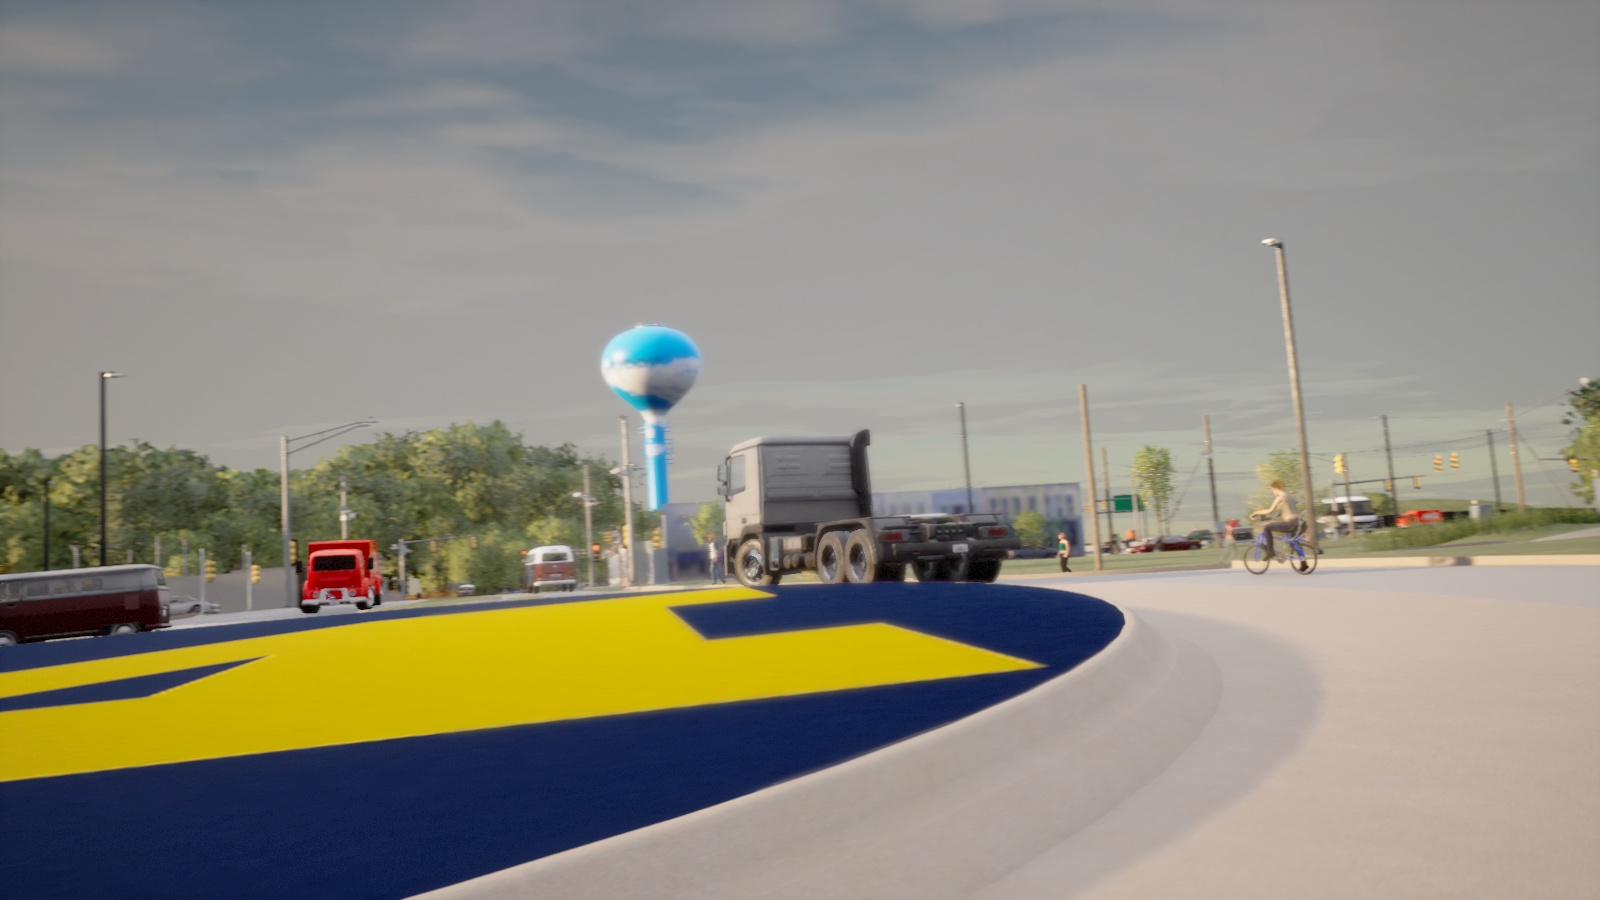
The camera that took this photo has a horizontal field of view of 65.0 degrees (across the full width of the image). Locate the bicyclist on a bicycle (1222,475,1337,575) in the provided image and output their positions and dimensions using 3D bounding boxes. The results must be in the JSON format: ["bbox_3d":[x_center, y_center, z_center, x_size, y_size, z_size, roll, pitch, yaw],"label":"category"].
[{"bbox_3d":[8.141,1.289,21.390,0.866,1.612,1.509,0,-5,-31],"label":"bicyclist on a bicycle"}]

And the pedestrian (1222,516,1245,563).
[{"bbox_3d":[17.255,3.569,50.009,0.594,1.836,0.345,-3,-7,-13],"label":"pedestrian"}]

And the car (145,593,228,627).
[{"bbox_3d":[-35.705,9.313,73.205,3.806,1.475,1.970,-7,-6,-7],"label":"car"}]

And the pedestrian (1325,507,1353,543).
[{"bbox_3d":[29.101,4.045,67.768,0.874,1.855,0.900,-3,-7,-6],"label":"pedestrian"}]

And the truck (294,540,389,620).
[{"bbox_3d":[-16.393,4.575,45.168,2.627,2.467,5.204,-2,-3,-14],"label":"truck"}]

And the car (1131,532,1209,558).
[{"bbox_3d":[25.096,6.436,85.165,4.718,1.301,1.895,-3,-7,-18],"label":"car"}]

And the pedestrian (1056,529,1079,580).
[{"bbox_3d":[10.018,3.921,47.073,0.594,1.836,0.345,-2,-7,-17],"label":"pedestrian"}]

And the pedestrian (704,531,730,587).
[{"bbox_3d":[-2.838,3.719,42.824,0.706,1.836,0.354,-3,-7,-13],"label":"pedestrian"}]

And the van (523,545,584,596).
[{"bbox_3d":[-11.080,5.408,56.142,2.069,2.038,4.480,-2,-5,-18],"label":"van"}]

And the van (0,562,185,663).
[{"bbox_3d":[-17.605,3.974,30.505,4.442,1.987,1.775,-4,-6,-17],"label":"van"}]

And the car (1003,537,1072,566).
[{"bbox_3d":[15.683,6.722,83.076,3.988,1.617,1.851,-3,-7,-11],"label":"car"}]

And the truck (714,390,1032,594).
[{"bbox_3d":[1.087,1.099,25.540,2.891,3.462,7.936,-1,-6,-25],"label":"truck"}]
